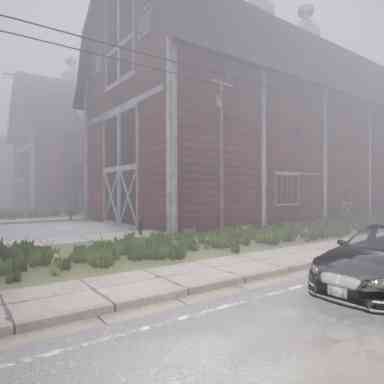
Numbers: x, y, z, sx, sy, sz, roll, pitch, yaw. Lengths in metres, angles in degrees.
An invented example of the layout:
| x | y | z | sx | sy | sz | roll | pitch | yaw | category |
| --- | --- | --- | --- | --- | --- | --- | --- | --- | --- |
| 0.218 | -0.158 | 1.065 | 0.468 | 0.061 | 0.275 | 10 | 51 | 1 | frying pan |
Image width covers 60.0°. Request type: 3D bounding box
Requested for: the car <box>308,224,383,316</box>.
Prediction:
| x | y | z | sx | sy | sz | roll | pitch | yaw | category |
| --- | --- | --- | --- | --- | --- | --- | --- | --- | --- |
| 4.521 | 1.464 | 7.216 | 4.902 | 1.511 | 2.128 | 0 | 0 | -36 | car |
